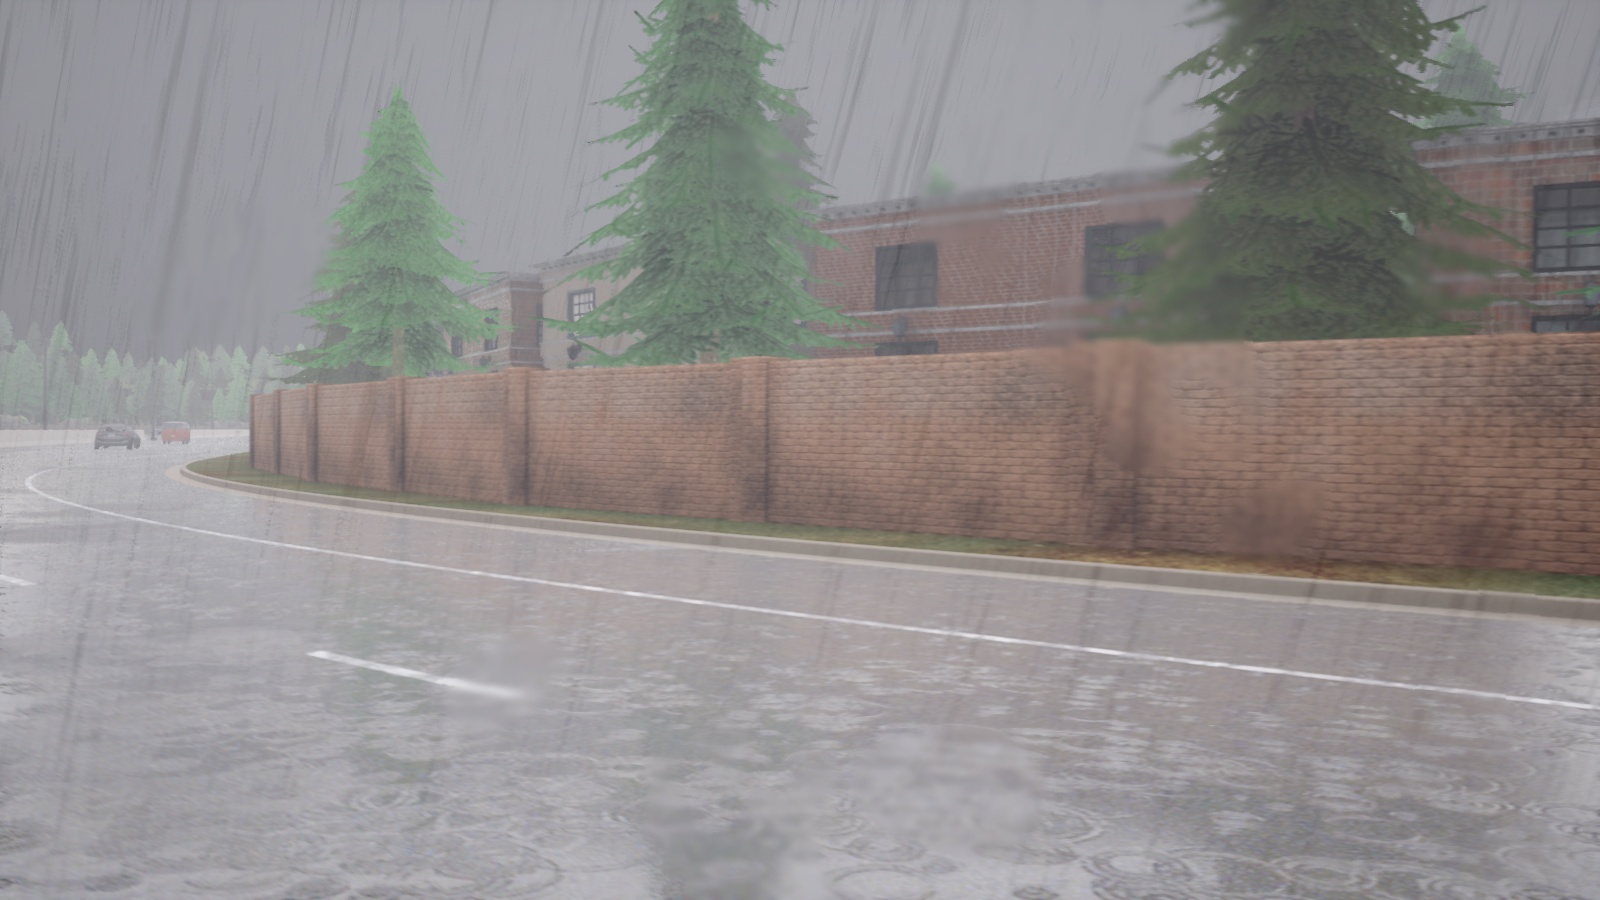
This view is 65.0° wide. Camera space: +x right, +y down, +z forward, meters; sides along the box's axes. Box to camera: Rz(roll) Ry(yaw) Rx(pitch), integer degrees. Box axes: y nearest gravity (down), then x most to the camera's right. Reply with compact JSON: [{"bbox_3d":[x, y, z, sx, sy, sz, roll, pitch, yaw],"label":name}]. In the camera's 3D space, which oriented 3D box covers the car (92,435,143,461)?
[{"bbox_3d":[-45.467,-0.149,83.755,2.242,1.667,4.611,-1,1,-19],"label":"car"}]
